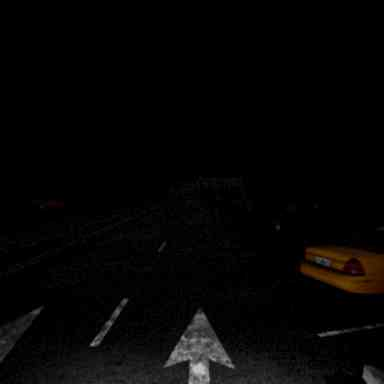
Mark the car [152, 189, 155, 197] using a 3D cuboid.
[{"bbox_3d":[-11.898,0.651,77.605,5.008,1.535,2.097,-1,1,-21],"label":"car"}]

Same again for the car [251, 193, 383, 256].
[{"bbox_3d":[5.053,1.170,10.593,5.566,2.045,2.435,1,0,-18],"label":"car"}]

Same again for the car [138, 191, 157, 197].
[{"bbox_3d":[-12.357,0.528,92.404,4.674,1.452,2.002,-1,1,-22],"label":"car"}]

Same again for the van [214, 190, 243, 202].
[{"bbox_3d":[6.097,0.698,55.664,4.442,1.987,1.878,1,1,-19],"label":"van"}]

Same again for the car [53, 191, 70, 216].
[{"bbox_3d":[-12.663,1.083,27.110,4.553,1.767,2.185,-1,1,-19],"label":"car"}]

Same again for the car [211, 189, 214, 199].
[{"bbox_3d":[5.940,0.810,43.684,5.566,2.045,2.435,1,0,-19],"label":"car"}]

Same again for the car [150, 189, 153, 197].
[{"bbox_3d":[-11.839,0.713,74.660,4.792,1.488,2.163,-1,0,-20],"label":"car"}]

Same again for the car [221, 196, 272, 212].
[{"bbox_3d":[5.658,1.191,34.650,4.792,1.488,2.163,1,1,-19],"label":"car"}]

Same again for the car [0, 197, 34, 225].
[{"bbox_3d":[-12.830,1.309,20.754,4.792,1.488,2.163,-1,0,-19],"label":"car"}]

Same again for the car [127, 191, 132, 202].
[{"bbox_3d":[-12.086,0.974,50.922,4.792,1.488,2.163,-1,0,-19],"label":"car"}]

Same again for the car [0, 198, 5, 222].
[{"bbox_3d":[-13.117,1.317,17.284,5.366,1.575,1.946,-1,1,-18],"label":"car"}]

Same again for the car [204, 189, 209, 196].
[{"bbox_3d":[6.328,0.646,79.855,5.008,1.535,2.097,1,1,-21],"label":"car"}]

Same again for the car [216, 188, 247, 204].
[{"bbox_3d":[5.589,0.944,31.640,5.566,2.045,2.435,1,1,-19],"label":"car"}]

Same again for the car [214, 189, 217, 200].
[{"bbox_3d":[5.789,0.877,37.678,5.566,2.045,2.435,1,0,-19],"label":"car"}]

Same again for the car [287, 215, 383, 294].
[{"bbox_3d":[5.113,1.440,7.619,5.366,1.575,1.946,1,0,-18],"label":"car"}]

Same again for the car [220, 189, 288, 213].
[{"bbox_3d":[5.434,1.012,25.629,5.566,2.045,2.435,1,1,-19],"label":"car"}]

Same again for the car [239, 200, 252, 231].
[{"bbox_3d":[5.205,1.365,16.620,5.008,1.535,2.097,1,1,-18],"label":"car"}]

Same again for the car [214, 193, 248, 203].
[{"bbox_3d":[6.161,0.989,52.709,4.792,1.488,2.163,1,0,-19],"label":"car"}]

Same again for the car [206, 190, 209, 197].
[{"bbox_3d":[6.383,0.716,73.818,5.008,1.535,2.097,1,0,-21],"label":"car"}]

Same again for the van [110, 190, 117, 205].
[{"bbox_3d":[-12.222,0.817,42.022,4.442,1.987,1.878,-1,0,-19],"label":"van"}]

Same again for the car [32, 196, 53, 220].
[{"bbox_3d":[-12.800,1.117,24.121,4.553,1.767,2.185,-1,0,-19],"label":"car"}]

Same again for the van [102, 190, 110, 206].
[{"bbox_3d":[-12.293,0.850,39.045,4.442,1.987,1.878,-1,0,-19],"label":"van"}]

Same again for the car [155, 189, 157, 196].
[{"bbox_3d":[-12.206,0.586,83.456,5.366,1.575,1.946,-1,1,-21],"label":"car"}]

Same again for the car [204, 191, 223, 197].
[{"bbox_3d":[5.971,0.544,91.935,4.674,1.452,2.002,1,1,-23],"label":"car"}]

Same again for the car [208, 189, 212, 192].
[{"bbox_3d":[6.361,0.661,67.769,4.553,1.767,2.185,1,0,-20],"label":"car"}]

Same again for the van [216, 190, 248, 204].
[{"bbox_3d":[5.957,0.766,49.641,4.442,1.987,1.878,1,1,-19],"label":"van"}]

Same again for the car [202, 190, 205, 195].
[{"bbox_3d":[6.240,0.359,82.859,5.566,2.045,2.435,1,1,-22],"label":"car"}]

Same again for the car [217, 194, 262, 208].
[{"bbox_3d":[5.839,1.095,40.670,5.008,1.535,2.097,1,1,-19],"label":"car"}]

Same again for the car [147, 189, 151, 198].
[{"bbox_3d":[-11.877,0.746,71.666,4.792,1.488,2.163,-1,1,-20],"label":"car"}]

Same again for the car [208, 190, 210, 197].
[{"bbox_3d":[6.345,0.823,64.751,4.892,1.521,2.231,1,0,-19],"label":"car"}]

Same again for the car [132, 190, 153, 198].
[{"bbox_3d":[-11.993,0.494,80.557,4.553,1.767,2.185,-1,0,-21],"label":"car"}]

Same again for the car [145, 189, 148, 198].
[{"bbox_3d":[-11.849,0.782,65.755,5.008,1.535,2.097,-1,1,-19],"label":"car"}]

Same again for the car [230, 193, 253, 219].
[{"bbox_3d":[5.343,1.172,22.635,4.553,1.767,2.185,1,0,-18],"label":"car"}]

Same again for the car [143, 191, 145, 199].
[{"bbox_3d":[-11.859,0.688,62.798,4.553,1.767,2.185,-1,1,-19],"label":"car"}]

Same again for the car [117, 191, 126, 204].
[{"bbox_3d":[-12.079,1.006,45.020,5.366,1.575,1.946,-1,0,-19],"label":"car"}]

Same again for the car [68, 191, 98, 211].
[{"bbox_3d":[-12.574,0.892,33.042,5.566,2.045,2.435,-1,1,-19],"label":"car"}]

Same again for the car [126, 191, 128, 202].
[{"bbox_3d":[-12.211,1.008,47.921,4.792,1.488,2.163,-1,1,-19],"label":"car"}]

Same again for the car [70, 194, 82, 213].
[{"bbox_3d":[-12.621,1.216,30.083,4.674,1.452,2.002,-1,0,-19],"label":"car"}]

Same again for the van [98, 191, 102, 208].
[{"bbox_3d":[-12.364,0.883,36.068,4.442,1.987,1.878,-1,0,-19],"label":"van"}]

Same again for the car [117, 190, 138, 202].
[{"bbox_3d":[-12.071,0.661,53.868,5.566,2.045,2.435,-1,1,-19],"label":"car"}]

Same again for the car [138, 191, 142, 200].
[{"bbox_3d":[-11.808,0.874,56.918,5.366,1.575,1.946,-1,0,-19],"label":"car"}]
